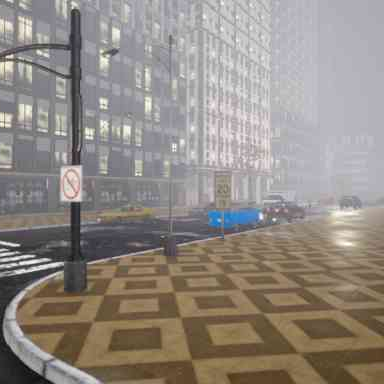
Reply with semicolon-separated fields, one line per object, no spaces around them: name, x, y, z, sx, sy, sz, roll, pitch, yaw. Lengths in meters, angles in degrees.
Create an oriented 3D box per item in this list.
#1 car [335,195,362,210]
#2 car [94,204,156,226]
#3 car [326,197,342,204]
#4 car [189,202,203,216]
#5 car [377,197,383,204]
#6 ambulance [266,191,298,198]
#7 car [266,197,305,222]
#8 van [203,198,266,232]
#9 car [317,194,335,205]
car;21.250;1.367;44.471;2.192;1.841;5.009;0;0;38
car;-4.708;1.537;23.958;1.752;1.417;4.829;0;0;38
car;28.614;1.621;66.902;2.008;1.369;4.403;0;0;38
car;1.412;1.600;31.672;1.802;1.307;4.206;0;0;38
car;38.250;1.656;66.489;1.947;1.339;4.313;0;0;38
ambulance;10.284;1.060;38.963;2.351;2.431;6.366;0;0;38
car;7.649;1.470;26.855;1.967;1.590;4.097;0;0;38
van;2.677;1.366;20.234;1.690;1.788;3.998;0;0;38
car;25.214;1.377;62.499;2.192;1.841;5.009;0;0;38
